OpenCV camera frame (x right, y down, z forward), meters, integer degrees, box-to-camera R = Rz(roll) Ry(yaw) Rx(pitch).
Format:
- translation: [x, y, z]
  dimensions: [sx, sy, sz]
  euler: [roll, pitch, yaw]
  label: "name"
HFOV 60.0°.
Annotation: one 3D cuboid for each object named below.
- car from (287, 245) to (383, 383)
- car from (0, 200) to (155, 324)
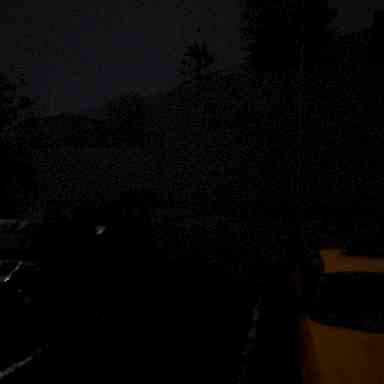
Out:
- translation: [2.159, 1.482, 4.047]
  dimensions: [1.946, 1.575, 5.366]
  euler: [1, -1, 15]
  label: "car"
- translation: [-2.685, 1.221, 7.680]
  dimensions: [2.435, 2.045, 5.566]
  euler: [1, 0, 15]
  label: "car"
